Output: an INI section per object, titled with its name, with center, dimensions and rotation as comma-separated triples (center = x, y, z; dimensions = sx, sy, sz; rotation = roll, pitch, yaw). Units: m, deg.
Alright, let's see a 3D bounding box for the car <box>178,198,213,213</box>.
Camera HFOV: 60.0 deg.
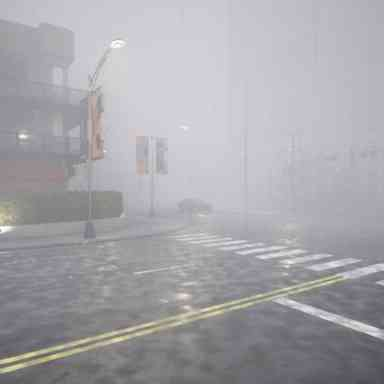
[car]
center = 0.300, 1.477, 37.145
dimensions = 1.882, 1.535, 5.008
rotation = 0, 0, -35
